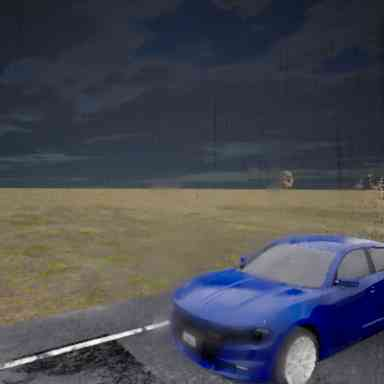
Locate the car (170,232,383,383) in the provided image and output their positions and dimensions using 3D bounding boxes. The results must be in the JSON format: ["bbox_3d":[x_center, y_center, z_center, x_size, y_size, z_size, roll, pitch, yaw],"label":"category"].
[{"bbox_3d":[2.002,1.480,5.417,5.008,1.535,1.882,0,0,-35],"label":"car"}]
